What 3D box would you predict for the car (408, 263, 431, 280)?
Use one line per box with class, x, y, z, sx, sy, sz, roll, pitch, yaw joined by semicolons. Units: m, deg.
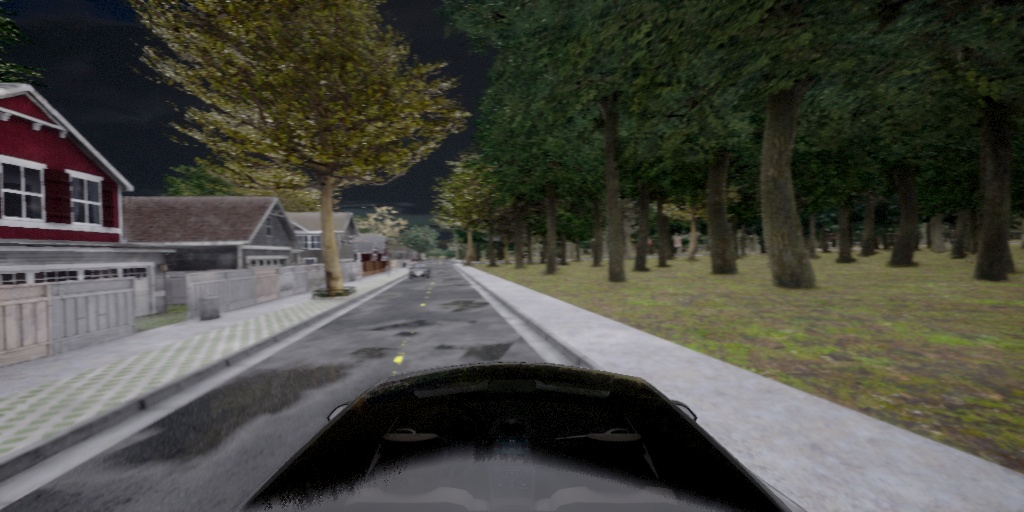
car;-8.795;1.402;34.408;2.128;1.511;4.902;-2;0;-11
